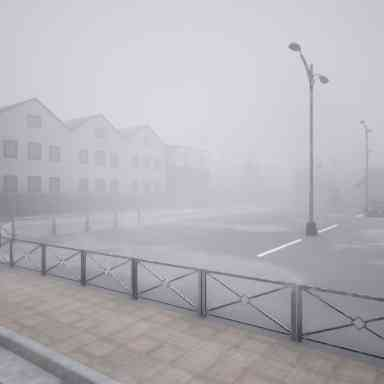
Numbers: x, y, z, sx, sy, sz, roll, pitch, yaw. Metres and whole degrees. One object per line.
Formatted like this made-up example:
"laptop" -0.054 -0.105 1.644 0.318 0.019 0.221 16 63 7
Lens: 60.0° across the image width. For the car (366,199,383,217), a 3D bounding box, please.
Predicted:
"car" 15.362 1.298 26.847 2.007 1.523 4.514 0 0 35
